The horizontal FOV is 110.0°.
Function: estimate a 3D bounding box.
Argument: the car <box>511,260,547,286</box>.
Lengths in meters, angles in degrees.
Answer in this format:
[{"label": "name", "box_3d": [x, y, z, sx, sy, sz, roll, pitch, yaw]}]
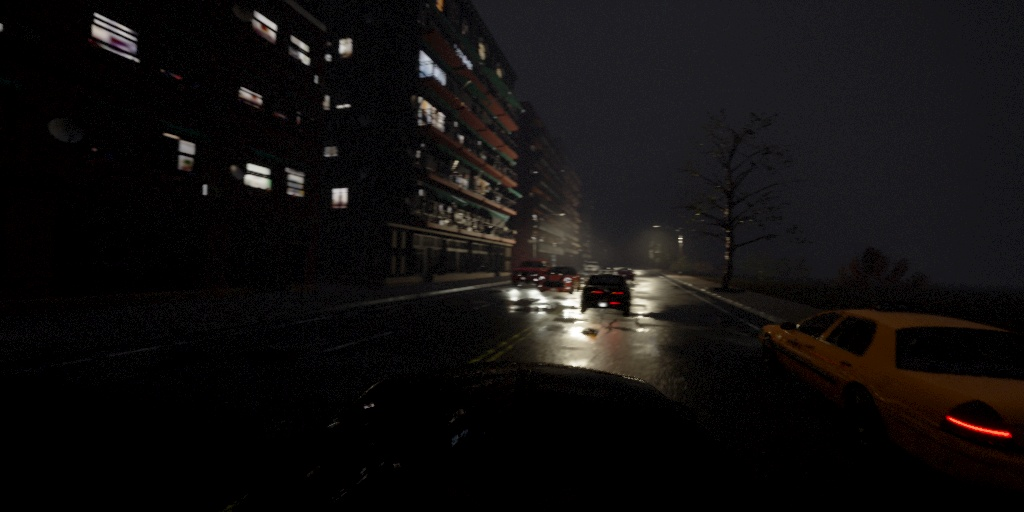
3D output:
[{"label": "car", "box_3d": [1.712, 1.334, 28.947, 2.150, 2.045, 5.566, 1, -1, 19]}]

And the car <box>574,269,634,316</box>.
[{"label": "car", "box_3d": [4.037, 1.514, 15.107, 1.837, 1.490, 4.892, 1, 0, 19]}]

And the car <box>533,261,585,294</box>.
[{"label": "car", "box_3d": [3.148, 1.432, 23.132, 2.097, 1.767, 4.553, 1, -1, 19]}]

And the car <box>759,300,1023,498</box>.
[{"label": "car", "box_3d": [5.058, 1.368, 4.875, 1.801, 1.575, 5.366, 1, -1, 19]}]

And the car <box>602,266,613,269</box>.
[{"label": "car", "box_3d": [16.738, 2.401, 62.471, 1.812, 1.442, 4.674, 1, -1, 19]}]

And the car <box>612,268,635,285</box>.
[{"label": "car", "box_3d": [12.613, 2.078, 40.090, 1.994, 1.385, 4.181, 1, -1, 19]}]
